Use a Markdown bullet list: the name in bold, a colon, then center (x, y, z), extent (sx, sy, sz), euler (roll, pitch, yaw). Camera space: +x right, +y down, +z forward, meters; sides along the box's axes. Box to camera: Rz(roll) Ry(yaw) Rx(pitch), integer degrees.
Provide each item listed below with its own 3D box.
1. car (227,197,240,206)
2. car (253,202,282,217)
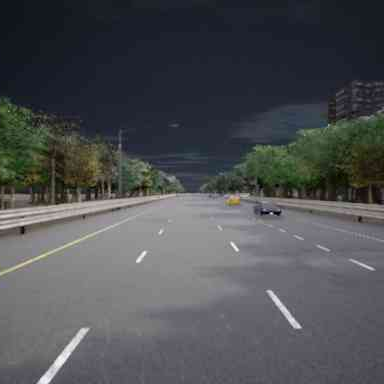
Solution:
- **car**: center (7.090, 1.538, 57.407), extent (1.882, 1.535, 5.008), euler (0, 0, 0)
- **car**: center (7.011, 1.616, 31.555), extent (1.895, 1.301, 4.718), euler (0, 0, 0)
